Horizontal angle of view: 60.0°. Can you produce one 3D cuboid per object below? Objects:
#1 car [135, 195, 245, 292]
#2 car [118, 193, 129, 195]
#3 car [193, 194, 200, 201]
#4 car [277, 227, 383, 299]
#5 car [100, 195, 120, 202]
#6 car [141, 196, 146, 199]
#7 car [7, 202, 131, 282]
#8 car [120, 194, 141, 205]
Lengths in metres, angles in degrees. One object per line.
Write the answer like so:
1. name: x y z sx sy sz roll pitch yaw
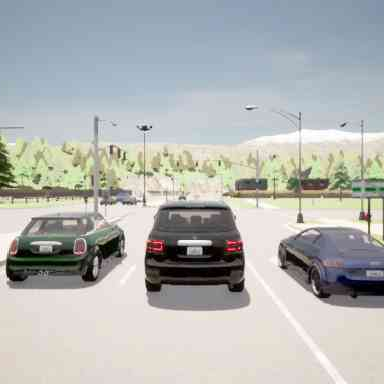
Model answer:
1. car: 0.075 1.221 9.051 2.150 2.045 5.566 0 0 1
2. car: -14.148 1.221 67.957 2.150 2.045 5.566 0 0 1
3. car: 1.116 1.306 83.397 1.882 1.535 5.008 0 0 1
4. car: 3.578 1.563 8.505 1.994 1.385 4.181 0 0 0
5. car: -14.392 1.561 57.206 1.994 1.385 4.181 0 0 1
6. car: -10.634 1.520 68.756 1.812 1.442 4.674 0 0 1
7. car: -3.417 1.351 9.946 2.097 1.767 4.553 0 0 0
8. car: -10.864 1.544 58.292 2.033 1.411 5.357 0 0 1
